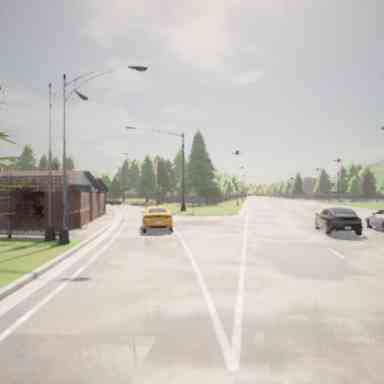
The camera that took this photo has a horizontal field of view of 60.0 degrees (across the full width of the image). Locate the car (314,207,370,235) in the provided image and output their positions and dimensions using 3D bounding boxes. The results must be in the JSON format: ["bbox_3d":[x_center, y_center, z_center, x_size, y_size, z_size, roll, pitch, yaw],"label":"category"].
[{"bbox_3d":[8.618,1.672,19.882,1.837,1.490,4.892,0,-1,10],"label":"car"}]

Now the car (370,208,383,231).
[{"bbox_3d":[12.228,1.683,20.308,1.812,1.442,4.674,0,-1,10],"label":"car"}]

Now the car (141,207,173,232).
[{"bbox_3d":[-2.394,1.712,22.327,1.882,1.535,5.008,0,-1,-9],"label":"car"}]

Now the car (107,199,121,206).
[{"bbox_3d":[-17.519,2.322,76.134,1.837,1.490,4.892,0,-1,-24],"label":"car"}]

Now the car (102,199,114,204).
[{"bbox_3d":[-21.618,2.367,85.426,1.895,1.301,4.718,0,-1,-26],"label":"car"}]
